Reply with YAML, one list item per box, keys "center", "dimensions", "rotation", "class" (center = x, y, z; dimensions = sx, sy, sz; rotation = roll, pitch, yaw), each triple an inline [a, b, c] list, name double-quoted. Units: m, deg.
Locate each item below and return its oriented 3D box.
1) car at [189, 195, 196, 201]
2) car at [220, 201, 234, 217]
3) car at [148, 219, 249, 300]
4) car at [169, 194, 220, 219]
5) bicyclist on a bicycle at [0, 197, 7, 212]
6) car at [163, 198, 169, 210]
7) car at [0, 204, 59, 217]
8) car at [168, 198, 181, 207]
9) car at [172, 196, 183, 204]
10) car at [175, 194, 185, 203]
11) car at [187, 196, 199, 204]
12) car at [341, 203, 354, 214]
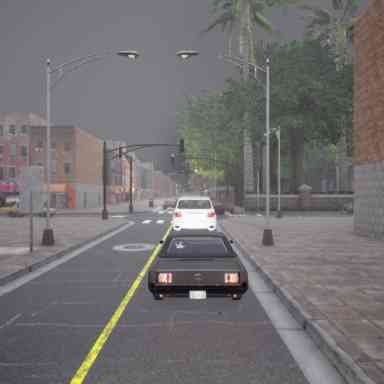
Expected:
- center: [0.107, 1.609, 84.575]
  dimensions: [1.837, 1.490, 4.892]
  rotation: [0, 0, 0]
  class: "car"
- center: [1.443, 1.495, 30.452]
  dimensions: [5.008, 1.535, 1.882]
  rotation: [0, 0, -26]
  class: "car"
- center: [0.111, 1.603, 8.332]
  dimensions: [1.895, 1.301, 4.718]
  rotation: [0, 0, 0]
  class: "car"
- center: [0.128, 1.230, 18.096]
  dimensions: [2.150, 2.045, 5.566]
  rotation: [0, 0, 0]
  class: "car"
- center: [-20.098, 1.373, 35.313]
  dimensions: [0.582, 1.620, 1.656]
  rotation: [0, 0, 0]
  class: "bicyclist on a bicycle"
- center: [-2.790, 1.564, 44.547]
  dimensions: [1.812, 1.442, 4.674]
  rotation: [0, 0, 0]
  class: "car"
- center: [-14.403, 1.573, 29.666]
  dimensions: [4.829, 1.417, 1.752]
  rotation: [0, 0, 0]
  class: "car"
- center: [-2.773, 1.651, 53.723]
  dimensions: [1.895, 1.301, 4.718]
  rotation: [0, 0, 0]
  class: "car"
- center: [-2.724, 1.540, 63.836]
  dimensions: [1.882, 1.535, 5.008]
  rotation: [0, 0, 1]
  class: "car"
- center: [-2.656, 1.405, 73.971]
  dimensions: [2.097, 1.767, 4.553]
  rotation: [0, 0, 0]
  class: "car"
- center: [0.180, 1.555, 64.858]
  dimensions: [2.128, 1.511, 4.902]
  rotation: [0, 0, 0]
  class: "car"
- center: [17.028, 1.328, 32.402]
  dimensions: [4.553, 1.767, 2.097]
  rotation: [0, 0, 0]
  class: "car"
